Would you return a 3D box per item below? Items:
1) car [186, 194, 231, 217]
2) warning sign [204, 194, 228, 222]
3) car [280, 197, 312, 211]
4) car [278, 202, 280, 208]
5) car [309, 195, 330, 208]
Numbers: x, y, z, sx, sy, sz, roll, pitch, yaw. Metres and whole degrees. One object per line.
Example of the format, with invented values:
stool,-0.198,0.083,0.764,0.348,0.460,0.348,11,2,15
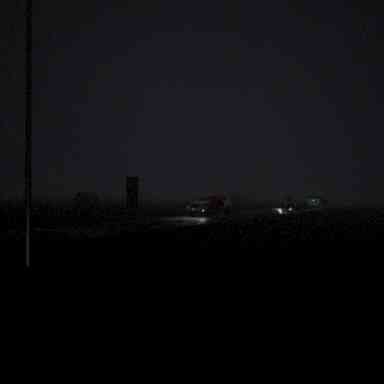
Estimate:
car,1.769,1.243,32.435,2.150,2.045,5.566,0,0,37
warning sign,1.718,1.117,23.445,1.300,1.860,1.060,1,1,37
car,13.793,1.750,43.810,1.895,1.301,4.718,0,0,37
car,14.575,1.513,49.569,2.097,1.767,4.553,0,0,37
car,19.839,1.431,52.054,2.150,2.045,5.566,0,0,37
